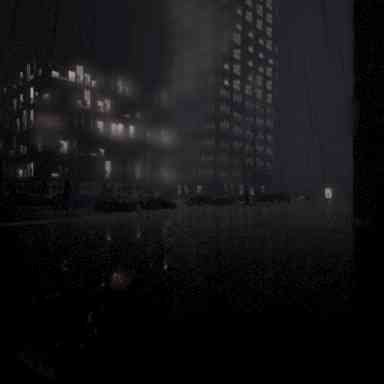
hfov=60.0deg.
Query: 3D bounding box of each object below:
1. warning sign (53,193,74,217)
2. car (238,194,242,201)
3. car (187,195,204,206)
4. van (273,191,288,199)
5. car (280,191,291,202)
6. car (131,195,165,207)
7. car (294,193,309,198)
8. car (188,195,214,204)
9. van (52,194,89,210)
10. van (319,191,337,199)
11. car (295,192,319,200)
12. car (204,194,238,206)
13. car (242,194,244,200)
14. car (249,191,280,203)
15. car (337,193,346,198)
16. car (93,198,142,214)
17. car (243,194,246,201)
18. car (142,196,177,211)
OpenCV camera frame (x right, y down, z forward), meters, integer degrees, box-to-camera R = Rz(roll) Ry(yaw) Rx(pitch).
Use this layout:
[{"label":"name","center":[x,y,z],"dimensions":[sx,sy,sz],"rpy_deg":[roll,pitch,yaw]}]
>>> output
[{"label":"warning sign","center":[-9.899,0.976,25.659],"dimensions":[1.300,1.860,1.060],"rpy_deg":[0,0,42]},{"label":"car","center":[5.776,1.222,55.504],"dimensions":[1.895,1.301,4.718],"rpy_deg":[0,1,42]},{"label":"car","center":[1.409,1.154,46.051],"dimensions":[2.128,1.511,4.902],"rpy_deg":[0,1,42]},{"label":"van","center":[20.319,0.698,75.960],"dimensions":[1.690,1.788,3.998],"rpy_deg":[1,1,42]},{"label":"car","center":[15.260,0.842,57.614],"dimensions":[2.192,1.841,5.009],"rpy_deg":[1,1,42]},{"label":"car","center":[-6.098,1.218,46.165],"dimensions":[1.887,1.381,4.507],"rpy_deg":[1,1,42]},{"label":"car","center":[27.864,0.833,84.480],"dimensions":[1.947,1.339,4.313],"rpy_deg":[1,1,42]},{"label":"car","center":[1.453,1.149,54.674],"dimensions":[1.947,1.339,4.313],"rpy_deg":[1,1,42]},{"label":"van","center":[-13.725,1.105,37.722],"dimensions":[1.690,1.788,3.998],"rpy_deg":[1,1,42]},{"label":"van","center":[30.352,0.688,74.645],"dimensions":[1.690,1.788,3.998],"rpy_deg":[1,1,42]},{"label":"car","center":[22.918,0.960,66.259],"dimensions":[1.752,1.417,4.829],"rpy_deg":[1,1,42]},{"label":"car","center":[3.941,1.245,44.844],"dimensions":[1.802,1.307,4.206],"rpy_deg":[1,1,42]},{"label":"car","center":[9.000,1.058,63.190],"dimensions":[1.947,1.339,4.313],"rpy_deg":[1,1,42]},{"label":"car","center":[11.488,0.887,53.356],"dimensions":[2.192,1.841,5.009],"rpy_deg":[1,1,42]},{"label":"car","center":[34.123,0.853,78.906],"dimensions":[2.008,1.369,4.403],"rpy_deg":[1,1,42]},{"label":"car","center":[-7.284,1.240,31.990],"dimensions":[1.967,1.590,4.097],"rpy_deg":[1,1,42]},{"label":"car","center":[11.376,1.156,57.301],"dimensions":[1.895,1.301,4.718],"rpy_deg":[0,1,42]},{"label":"car","center":[-3.554,1.320,36.286],"dimensions":[1.947,1.339,4.313],"rpy_deg":[1,1,42]}]
